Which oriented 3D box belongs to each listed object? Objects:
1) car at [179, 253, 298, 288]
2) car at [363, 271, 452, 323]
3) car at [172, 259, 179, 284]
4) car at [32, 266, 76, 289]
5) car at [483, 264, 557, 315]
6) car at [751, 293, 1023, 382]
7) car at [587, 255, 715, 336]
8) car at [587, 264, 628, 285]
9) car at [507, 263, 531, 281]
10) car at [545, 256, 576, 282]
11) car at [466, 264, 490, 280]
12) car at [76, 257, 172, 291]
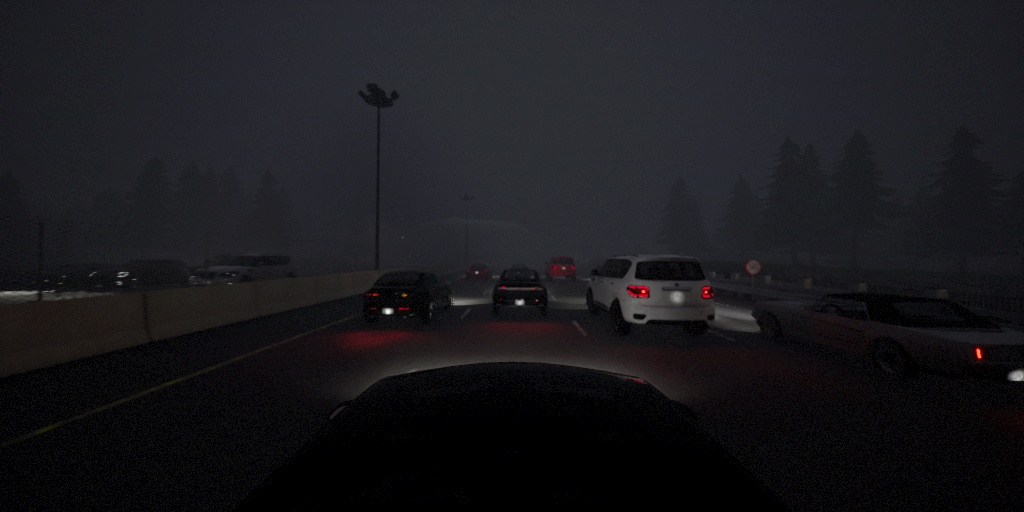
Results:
[{"bbox_3d":[-13.803,0.863,18.992,2.150,2.045,5.566,0,0,1],"label":"car"},{"bbox_3d":[-3.240,1.217,11.912,1.837,1.490,4.892,0,0,1],"label":"car"},{"bbox_3d":[-17.231,0.847,22.301,2.150,2.045,5.566,0,0,1],"label":"car"},{"bbox_3d":[-24.267,1.122,20.707,1.994,1.385,4.181,0,0,1],"label":"car"},{"bbox_3d":[0.289,1.238,13.520,2.128,1.511,4.902,0,0,1],"label":"car"},{"bbox_3d":[7.178,1.399,7.273,1.895,1.301,4.718,0,0,1],"label":"car"},{"bbox_3d":[3.742,0.991,10.710,2.150,2.045,5.566,0,0,1],"label":"car"},{"bbox_3d":[7.565,1.415,28.977,2.033,1.411,5.357,0,0,1],"label":"car"},{"bbox_3d":[0.618,1.384,32.019,1.994,1.385,4.181,0,0,1],"label":"car"},{"bbox_3d":[4.099,1.067,30.729,2.150,2.045,5.566,0,0,1],"label":"car"},{"bbox_3d":[-2.886,1.353,31.779,1.994,1.385,4.181,0,0,1],"label":"car"},{"bbox_3d":[-20.772,0.939,20.338,2.097,1.767,4.553,0,0,1],"label":"car"}]
